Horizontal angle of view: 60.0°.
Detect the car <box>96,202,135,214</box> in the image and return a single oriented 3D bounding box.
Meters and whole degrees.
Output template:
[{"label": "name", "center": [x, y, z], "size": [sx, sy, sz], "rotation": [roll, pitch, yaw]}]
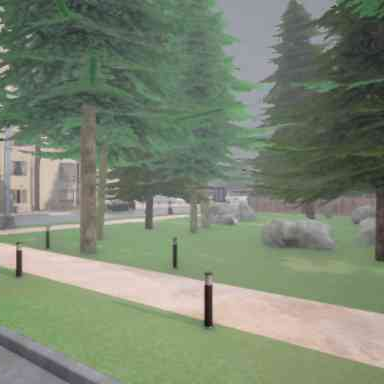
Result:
[{"label": "car", "center": [-8.297, 1.479, 35.330], "size": [1.882, 1.535, 5.008], "rotation": [0, 0, 37]}]
